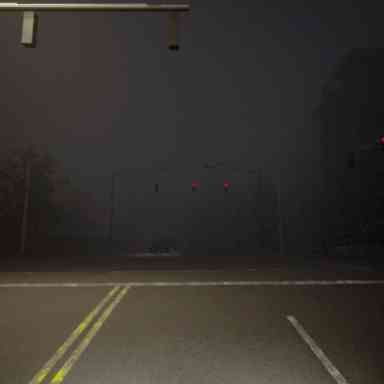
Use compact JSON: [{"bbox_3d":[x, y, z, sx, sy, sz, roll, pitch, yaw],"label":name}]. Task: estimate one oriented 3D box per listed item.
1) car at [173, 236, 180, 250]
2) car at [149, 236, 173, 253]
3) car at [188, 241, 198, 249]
[{"bbox_3d":[-3.362,7.622,49.502,2.150,2.045,5.566,0,-9,1],"label":"car"},{"bbox_3d":[-3.446,5.779,35.926,1.882,1.535,5.008,0,-9,0],"label":"car"},{"bbox_3d":[0.248,9.761,61.650,2.128,1.511,4.902,0,-9,0],"label":"car"}]
